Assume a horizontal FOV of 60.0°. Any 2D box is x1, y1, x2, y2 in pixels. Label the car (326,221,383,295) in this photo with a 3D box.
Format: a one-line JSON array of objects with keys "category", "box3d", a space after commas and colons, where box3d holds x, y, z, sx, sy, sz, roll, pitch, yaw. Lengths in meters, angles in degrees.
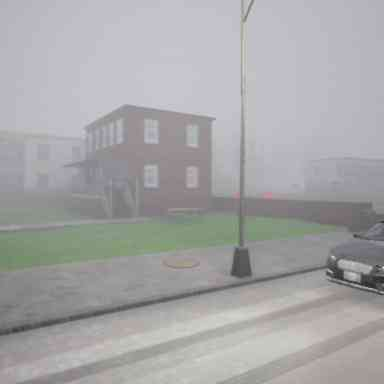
[{"category": "car", "box3d": [5.264, 1.423, 7.999, 4.902, 1.511, 2.128, 0, 1, -33]}]
